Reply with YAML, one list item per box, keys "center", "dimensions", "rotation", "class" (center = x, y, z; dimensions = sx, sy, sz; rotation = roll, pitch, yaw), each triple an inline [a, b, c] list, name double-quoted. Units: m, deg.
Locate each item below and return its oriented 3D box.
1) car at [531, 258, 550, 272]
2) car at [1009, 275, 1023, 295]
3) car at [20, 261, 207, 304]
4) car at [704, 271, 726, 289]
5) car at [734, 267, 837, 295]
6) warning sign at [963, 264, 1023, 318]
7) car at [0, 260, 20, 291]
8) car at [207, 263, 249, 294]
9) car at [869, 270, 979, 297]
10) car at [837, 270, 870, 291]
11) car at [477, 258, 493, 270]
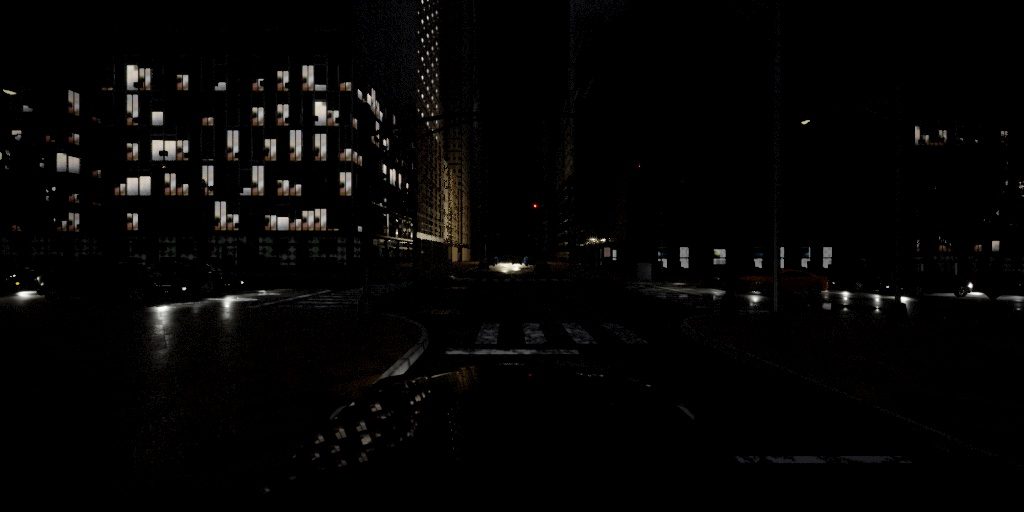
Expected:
- center: [3.873, 1.329, 46.646]
  dimensions: [1.948, 1.339, 4.313]
  rotation: [0, 0, 0]
  class: "car"
- center: [35.915, 2.021, 23.201]
  dimensions: [4.718, 1.301, 1.895]
  rotation: [1, 0, -3]
  class: "car"
- center: [-15.373, 0.998, 14.059]
  dimensions: [4.892, 1.490, 1.837]
  rotation: [1, 0, -3]
  class: "car"
- center: [16.320, 1.546, 25.529]
  dimensions: [5.008, 1.535, 1.882]
  rotation: [1, 0, -3]
  class: "car"
- center: [16.729, 1.554, 22.295]
  dimensions: [5.008, 1.535, 1.882]
  rotation: [1, 0, -3]
  class: "car"
- center: [17.261, 1.204, 12.860]
  dimensions: [1.060, 1.860, 1.300]
  rotation: [0, 0, -3]
  class: "warning sign"
- center: [-24.430, 0.891, 16.886]
  dimensions: [4.181, 1.385, 1.994]
  rotation: [1, 0, -3]
  class: "car"
- center: [-15.525, 0.995, 17.306]
  dimensions: [4.892, 1.490, 1.837]
  rotation: [1, 0, -3]
  class: "car"
- center: [26.129, 1.750, 22.743]
  dimensions: [4.892, 1.490, 1.837]
  rotation: [1, 0, -3]
  class: "car"
- center: [25.617, 1.740, 25.971]
  dimensions: [4.892, 1.490, 1.837]
  rotation: [1, 0, -3]
  class: "car"
- center: [-4.087, 1.342, 52.129]
  dimensions: [1.802, 1.307, 4.207]
  rotation: [0, 0, 0]
  class: "car"
